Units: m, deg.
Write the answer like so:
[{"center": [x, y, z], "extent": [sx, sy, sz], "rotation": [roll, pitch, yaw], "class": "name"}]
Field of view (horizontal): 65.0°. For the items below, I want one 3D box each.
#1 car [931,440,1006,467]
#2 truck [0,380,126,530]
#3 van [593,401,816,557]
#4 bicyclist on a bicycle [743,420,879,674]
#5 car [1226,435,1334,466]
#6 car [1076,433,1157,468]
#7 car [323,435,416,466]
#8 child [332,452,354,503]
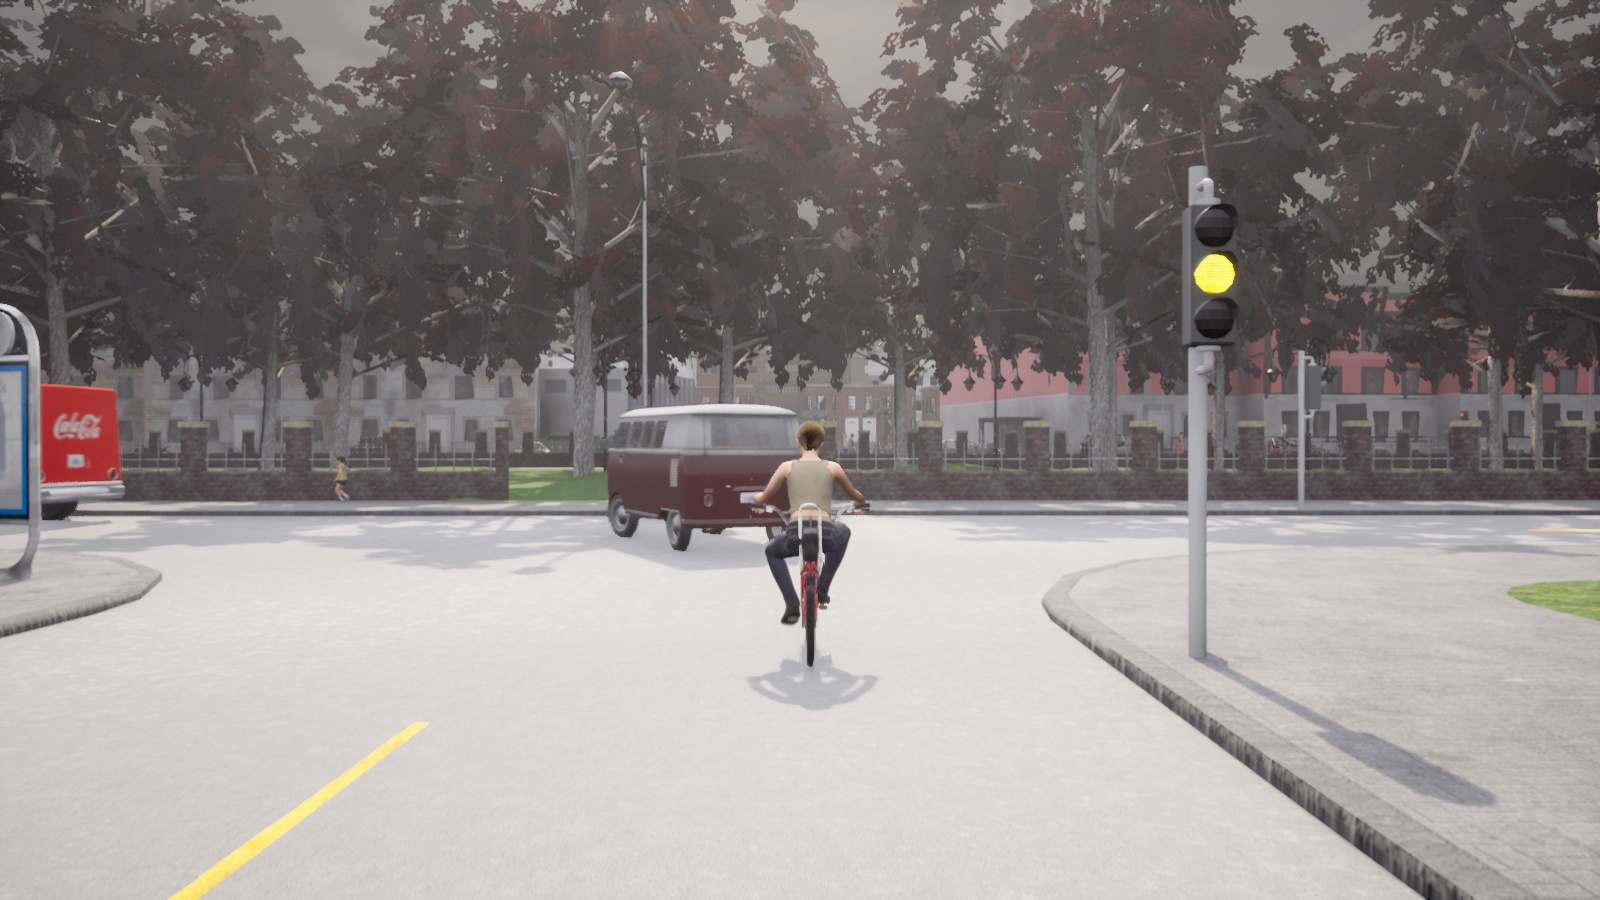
[{"center": [9.061, 0.177, 67.668], "extent": [3.806, 1.475, 1.970], "rotation": [0, 0, 0], "class": "car"}, {"center": [-15.249, 0.068, 22.311], "extent": [5.204, 2.467, 2.627], "rotation": [0, 0, 7], "class": "truck"}, {"center": [-1.543, 0.351, 18.334], "extent": [1.775, 1.987, 4.442], "rotation": [0, 0, -25], "class": "van"}, {"center": [0.069, 0.613, 8.731], "extent": [0.866, 1.612, 1.509], "rotation": [0, 0, 0], "class": "bicyclist on a bicycle"}, {"center": [25.792, 0.004, 67.603], "extent": [5.027, 1.651, 2.152], "rotation": [0, 0, 1], "class": "car"}, {"center": [17.006, 0.014, 67.630], "extent": [3.866, 1.878, 1.905], "rotation": [0, 0, 0], "class": "car"}, {"center": [-24.580, 0.010, 71.808], "extent": [4.553, 1.767, 2.097], "rotation": [0, 0, 0], "class": "car"}, {"center": [-10.125, 0.605, 27.811], "extent": [0.394, 1.110, 0.255], "rotation": [0, 0, 1], "class": "child"}]
